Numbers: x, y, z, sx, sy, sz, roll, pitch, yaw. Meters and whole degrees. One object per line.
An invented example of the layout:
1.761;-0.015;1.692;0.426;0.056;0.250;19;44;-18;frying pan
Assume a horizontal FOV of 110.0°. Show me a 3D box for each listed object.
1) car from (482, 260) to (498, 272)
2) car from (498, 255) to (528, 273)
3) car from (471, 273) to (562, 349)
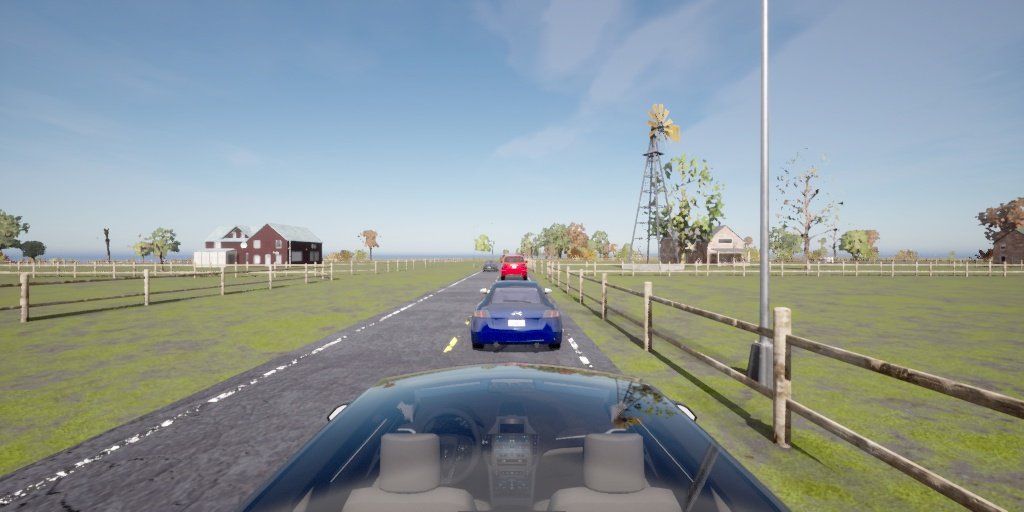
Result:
-2.669;1.244;45.378;1.837;1.490;4.892;0;0;1;car
0.176;0.966;30.720;2.150;2.045;5.566;0;0;0;car
0.100;1.313;9.195;1.994;1.385;4.181;0;0;0;car
